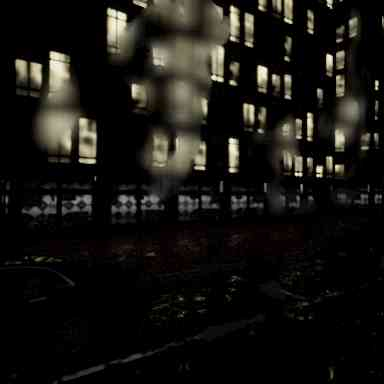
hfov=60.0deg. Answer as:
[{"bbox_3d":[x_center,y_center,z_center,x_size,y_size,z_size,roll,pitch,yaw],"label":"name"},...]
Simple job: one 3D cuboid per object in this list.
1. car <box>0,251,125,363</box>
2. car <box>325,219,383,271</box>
[{"bbox_3d":[-3.076,1.551,4.363,4.403,1.369,2.008,0,0,-36],"label":"car"},{"bbox_3d":[6.192,1.575,10.974,4.507,1.381,1.887,0,0,-35],"label":"car"}]
